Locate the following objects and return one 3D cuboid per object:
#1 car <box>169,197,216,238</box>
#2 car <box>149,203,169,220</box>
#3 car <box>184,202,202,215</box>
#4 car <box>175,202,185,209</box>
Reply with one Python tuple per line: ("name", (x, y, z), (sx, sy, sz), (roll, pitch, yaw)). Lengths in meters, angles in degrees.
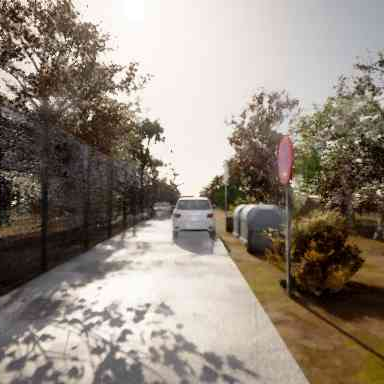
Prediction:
("car", (0.098, 1.315, 18.334), (2.150, 2.045, 5.566), (0, -1, 0))
("car", (-2.832, 1.754, 31.176), (2.128, 1.511, 4.902), (0, -1, 0))
("car", (0.140, 1.992, 41.011), (2.033, 1.411, 5.357), (0, -1, 1))
("car", (-2.533, 2.822, 71.777), (1.812, 1.442, 4.674), (0, -2, 0))
